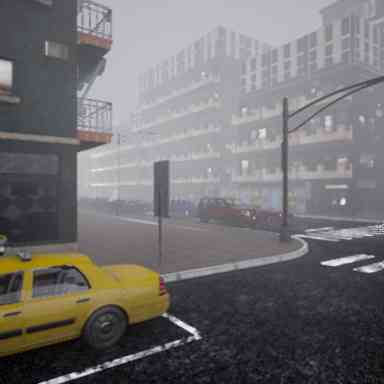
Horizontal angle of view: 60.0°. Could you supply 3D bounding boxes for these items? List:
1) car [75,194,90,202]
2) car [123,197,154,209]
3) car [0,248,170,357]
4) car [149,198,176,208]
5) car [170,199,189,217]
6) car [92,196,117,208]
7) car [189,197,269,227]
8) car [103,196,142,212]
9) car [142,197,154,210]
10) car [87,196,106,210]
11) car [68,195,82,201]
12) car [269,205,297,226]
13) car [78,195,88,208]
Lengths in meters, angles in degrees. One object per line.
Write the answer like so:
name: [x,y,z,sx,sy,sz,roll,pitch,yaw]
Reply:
car: [-24.089,1.277,73.260,1.967,1.590,4.097,0,0,-36]
car: [-7.426,1.433,45.832,2.033,1.411,5.357,0,0,-36]
car: [-2.646,1.526,4.673,4.829,1.417,1.752,0,0,-36]
car: [-4.153,1.473,45.735,1.802,1.307,4.206,0,0,-36]
car: [-0.649,1.405,31.021,1.882,1.535,5.008,0,0,-36]
car: [-12.598,1.351,47.603,1.882,1.535,5.008,0,0,-36]
car: [2.352,1.269,22.467,2.192,1.841,5.009,0,0,-36]
car: [-7.617,1.449,36.230,1.887,1.381,4.507,0,0,-36]
car: [-6.577,1.501,39.219,1.895,1.301,4.718,0,0,-36]
car: [-10.940,1.456,40.818,1.947,1.339,4.313,0,0,-36]
car: [-27.411,1.386,77.846,2.008,1.369,4.403,0,0,-36]
car: [4.947,1.558,23.319,1.895,1.301,4.718,0,0,-37]
car: [-14.263,1.441,45.407,1.947,1.339,4.313,0,0,-36]
